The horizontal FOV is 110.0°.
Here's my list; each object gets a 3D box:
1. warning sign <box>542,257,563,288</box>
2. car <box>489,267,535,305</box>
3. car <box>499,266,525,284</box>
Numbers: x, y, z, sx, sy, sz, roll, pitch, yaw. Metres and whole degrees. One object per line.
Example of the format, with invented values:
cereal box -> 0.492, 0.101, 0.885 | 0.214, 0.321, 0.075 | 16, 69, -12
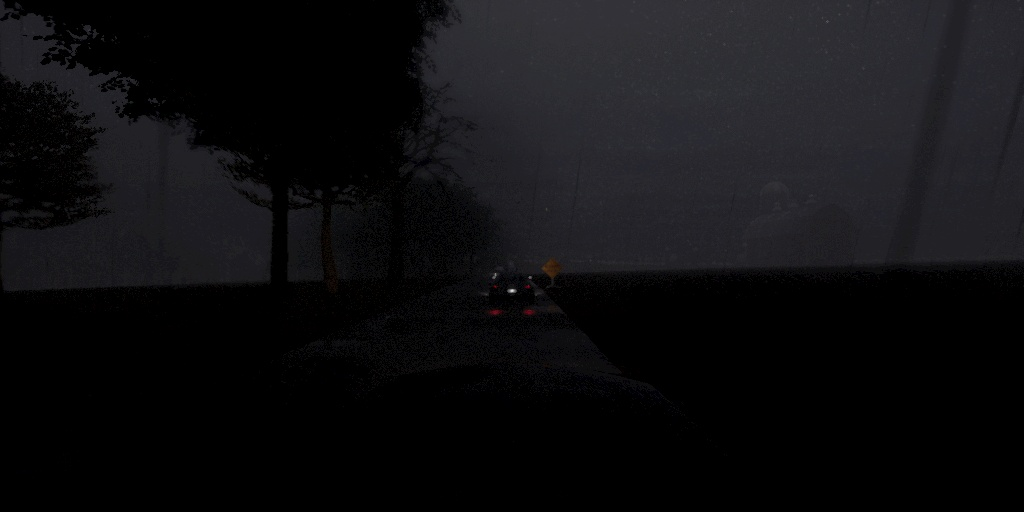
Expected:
warning sign -> 2.450, 1.001, 21.659 | 1.300, 1.860, 1.060 | 0, 0, 0
car -> 0.000, 1.398, 16.507 | 1.994, 1.385, 4.181 | 0, -1, 0
car -> 0.000, 1.631, 31.512 | 2.033, 1.411, 5.357 | 0, -1, 0
